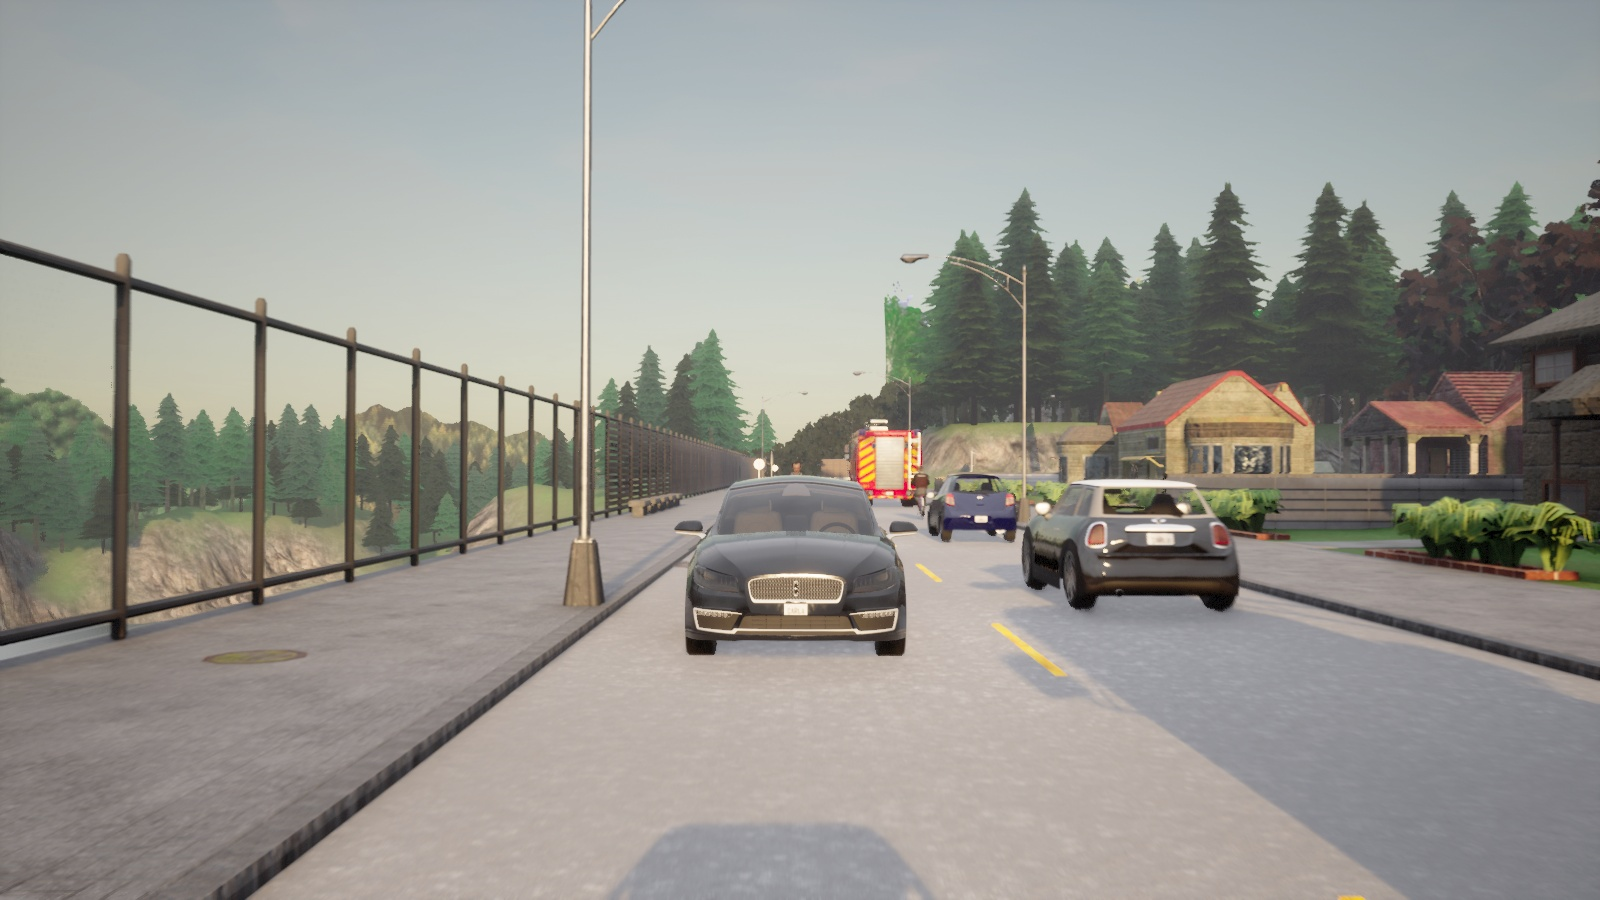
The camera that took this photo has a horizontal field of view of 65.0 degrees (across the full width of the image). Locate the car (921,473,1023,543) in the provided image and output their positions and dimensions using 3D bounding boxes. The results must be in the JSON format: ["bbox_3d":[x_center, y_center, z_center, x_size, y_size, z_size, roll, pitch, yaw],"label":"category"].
[{"bbox_3d":[3.929,1.302,29.209,1.845,1.501,3.633,0,-1,0],"label":"car"}]

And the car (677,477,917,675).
[{"bbox_3d":[-0.030,1.023,12.119,1.837,1.490,4.892,0,-1,0],"label":"car"}]

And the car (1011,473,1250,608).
[{"bbox_3d":[3.961,1.028,15.750,1.970,1.475,3.806,0,-1,0],"label":"car"}]

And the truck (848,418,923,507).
[{"bbox_3d":[3.855,0.617,58.660,2.891,3.827,8.468,0,-1,0],"label":"truck"}]
